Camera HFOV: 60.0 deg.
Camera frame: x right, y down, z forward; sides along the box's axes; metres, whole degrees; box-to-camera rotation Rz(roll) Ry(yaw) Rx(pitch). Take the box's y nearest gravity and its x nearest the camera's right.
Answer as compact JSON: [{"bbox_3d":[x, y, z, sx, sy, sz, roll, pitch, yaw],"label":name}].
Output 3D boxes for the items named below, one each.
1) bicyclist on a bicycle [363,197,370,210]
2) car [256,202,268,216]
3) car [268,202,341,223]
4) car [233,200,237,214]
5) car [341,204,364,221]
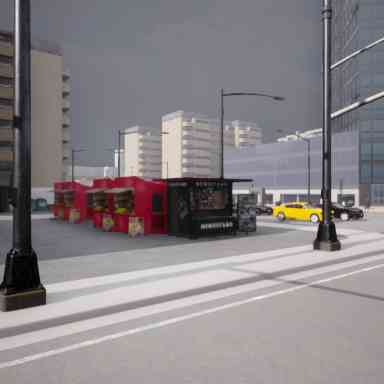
[{"bbox_3d":[22.309,1.466,42.475,1.656,1.620,0.582,0,0,-36],"label":"bicyclist on a bicycle"},{"bbox_3d":[6.771,1.778,35.835,1.994,1.385,4.181,0,-1,-36],"label":"car"},{"bbox_3d":[8.948,1.589,26.838,1.882,1.535,5.008,0,-1,-38],"label":"car"},{"bbox_3d":[3.127,1.455,34.907,2.150,2.045,5.566,0,-1,-36],"label":"car"},{"bbox_3d":[12.052,1.587,28.553,1.882,1.535,5.008,0,-1,-36],"label":"car"}]
